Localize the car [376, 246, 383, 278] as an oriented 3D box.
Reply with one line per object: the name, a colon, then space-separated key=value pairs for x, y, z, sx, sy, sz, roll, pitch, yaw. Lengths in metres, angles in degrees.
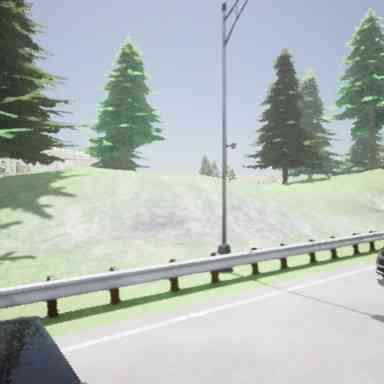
car: x=6.741 y=1.482 z=8.696 sx=4.892 sy=1.490 sz=1.837 roll=0 pitch=0 yaw=-34

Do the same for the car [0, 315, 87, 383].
car: x=-3.124 y=1.605 z=1.765 sx=4.718 sy=1.301 sz=1.895 roll=0 pitch=0 yaw=-35
